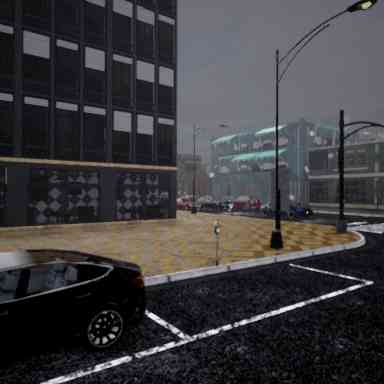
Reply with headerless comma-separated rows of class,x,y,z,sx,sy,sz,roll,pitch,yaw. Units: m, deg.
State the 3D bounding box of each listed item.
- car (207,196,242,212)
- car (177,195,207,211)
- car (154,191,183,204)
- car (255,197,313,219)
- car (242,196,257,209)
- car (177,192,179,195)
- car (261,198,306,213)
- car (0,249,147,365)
car,2.324,1.164,33.918,2.128,1.511,4.902,0,1,-36
car,-0.728,1.222,33.711,1.802,1.307,4.206,1,0,-36
car,-3.795,0.781,52.085,2.192,1.841,5.009,1,0,-36
car,7.561,1.345,26.762,1.994,1.385,4.181,0,1,-36
car,6.034,1.118,38.665,1.967,1.590,4.097,1,0,-36
car,-0.522,1.089,47.612,2.008,1.369,4.403,1,0,-36
car,9.310,1.328,34.189,1.802,1.307,4.206,1,0,-36
car,-2.716,1.566,4.618,4.313,1.339,1.947,0,0,-35
